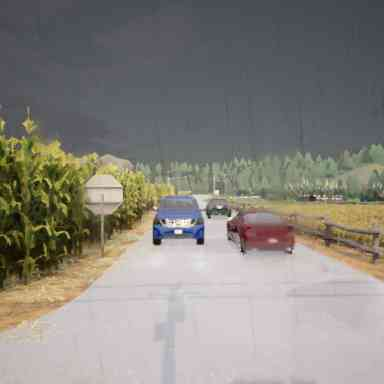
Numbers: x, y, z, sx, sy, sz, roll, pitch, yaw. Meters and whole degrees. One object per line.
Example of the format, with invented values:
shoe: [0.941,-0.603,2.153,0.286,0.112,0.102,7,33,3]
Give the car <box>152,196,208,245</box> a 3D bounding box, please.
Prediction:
car: [-0.610,1.222,15.902,2.150,2.045,5.566,0,0,-1]

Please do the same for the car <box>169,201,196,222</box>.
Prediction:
car: [-0.778,1.547,27.452,2.033,1.411,5.357,0,0,-1]

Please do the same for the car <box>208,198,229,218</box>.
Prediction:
car: [2.314,1.352,30.130,2.097,1.767,4.553,0,0,0]

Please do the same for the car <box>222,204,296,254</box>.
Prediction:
car: [2.616,1.477,13.586,1.882,1.535,5.008,0,0,-2]
